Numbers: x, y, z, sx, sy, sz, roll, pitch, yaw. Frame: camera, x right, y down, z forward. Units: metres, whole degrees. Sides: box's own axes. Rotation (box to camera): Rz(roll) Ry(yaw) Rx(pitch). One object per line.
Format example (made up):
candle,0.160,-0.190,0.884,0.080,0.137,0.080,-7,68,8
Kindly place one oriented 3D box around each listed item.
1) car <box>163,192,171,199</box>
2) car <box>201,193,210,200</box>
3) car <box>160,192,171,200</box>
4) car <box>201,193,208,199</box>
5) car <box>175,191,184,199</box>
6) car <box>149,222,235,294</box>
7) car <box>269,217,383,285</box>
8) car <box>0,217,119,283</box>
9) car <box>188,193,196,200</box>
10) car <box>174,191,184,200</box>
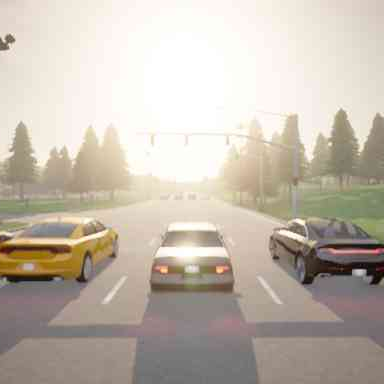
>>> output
car,-6.996,0.906,93.946,2.097,1.767,4.553,0,0,0
car,3.503,1.265,83.974,1.812,1.442,4.674,0,0,0
car,-6.997,1.242,83.557,1.837,1.490,4.892,0,0,0
car,3.504,1.075,93.977,1.812,1.442,4.674,0,0,0
car,-3.496,0.776,94.006,2.150,2.045,5.566,0,0,0
car,0.005,1.521,8.872,2.033,1.411,5.357,0,0,0
car,3.512,1.463,9.392,2.128,1.511,4.902,0,0,0
car,-3.487,1.448,9.626,1.882,1.535,5.008,0,0,1
car,0.003,1.095,83.910,2.097,1.767,4.553,0,0,0
car,-3.497,1.219,83.557,1.882,1.535,5.008,0,0,0
